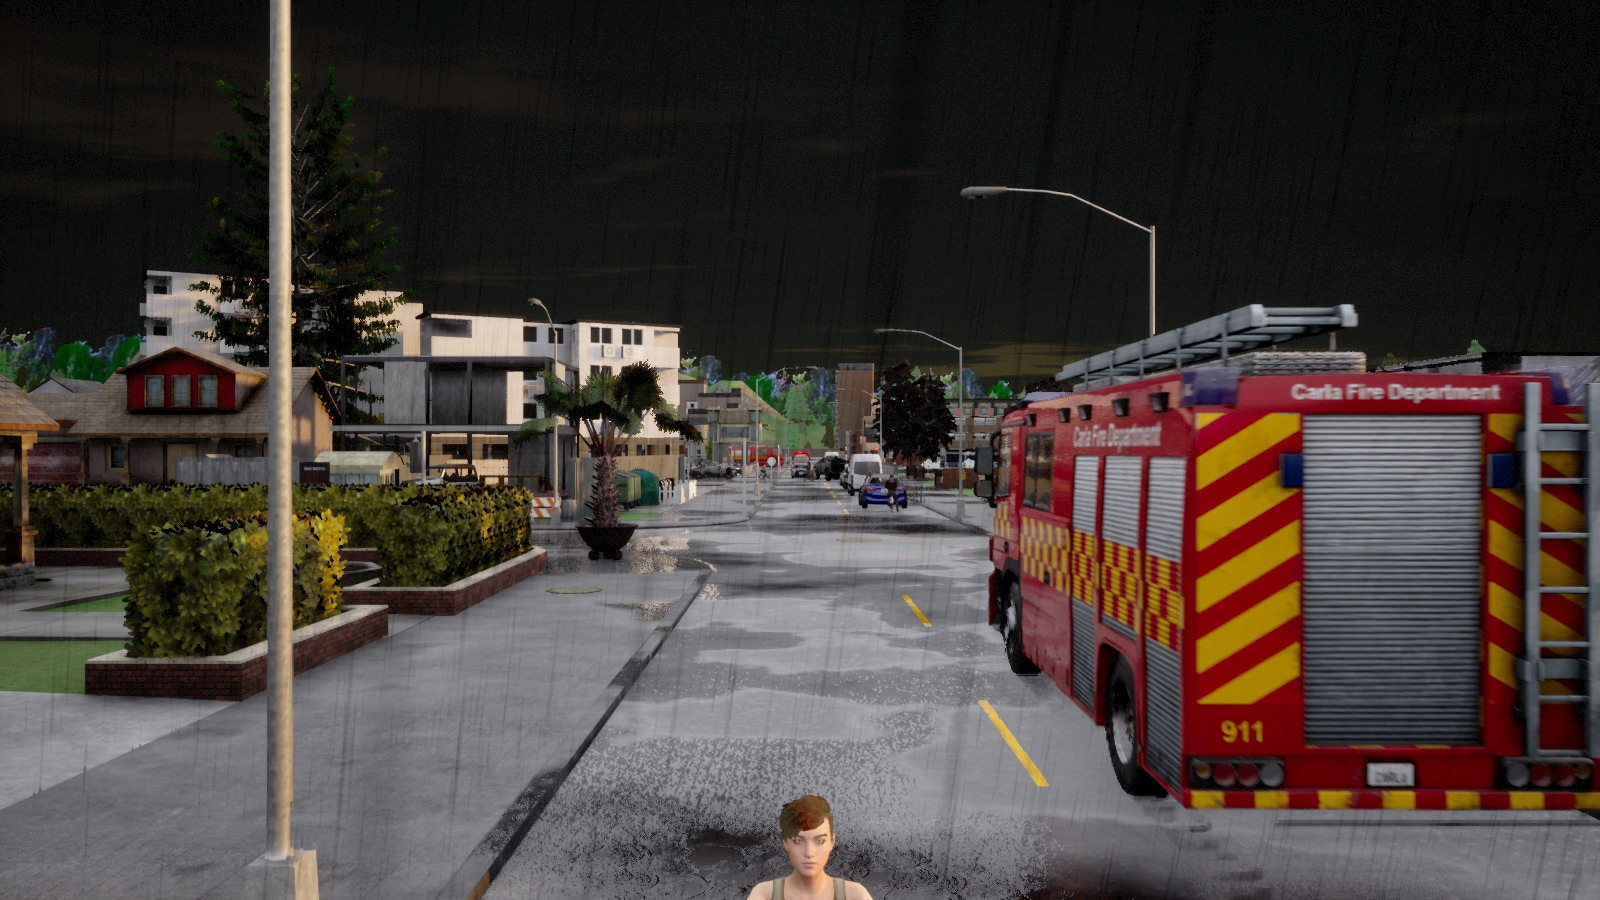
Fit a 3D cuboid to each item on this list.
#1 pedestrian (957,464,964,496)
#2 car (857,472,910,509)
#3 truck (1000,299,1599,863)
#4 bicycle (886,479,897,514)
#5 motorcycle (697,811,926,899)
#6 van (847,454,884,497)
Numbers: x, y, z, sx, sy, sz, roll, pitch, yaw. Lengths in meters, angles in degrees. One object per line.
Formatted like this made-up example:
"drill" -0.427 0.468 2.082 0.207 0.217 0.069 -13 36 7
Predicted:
"pedestrian" 9.285 1.744 66.173 0.375 1.860 0.375 0 0 -1
"car" 4.046 1.967 56.171 2.242 1.667 4.611 0 0 0
"truck" 4.256 0.890 12.002 2.891 3.827 8.468 0 0 0
"bicycle" 4.077 2.060 50.936 0.329 1.471 1.835 0 0 0
"motorcycle" 0.039 2.155 3.558 0.764 1.307 2.356 0 0 0
"van" 4.045 1.534 71.355 1.988 2.561 5.915 0 0 0
